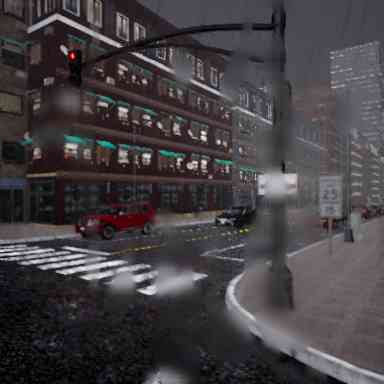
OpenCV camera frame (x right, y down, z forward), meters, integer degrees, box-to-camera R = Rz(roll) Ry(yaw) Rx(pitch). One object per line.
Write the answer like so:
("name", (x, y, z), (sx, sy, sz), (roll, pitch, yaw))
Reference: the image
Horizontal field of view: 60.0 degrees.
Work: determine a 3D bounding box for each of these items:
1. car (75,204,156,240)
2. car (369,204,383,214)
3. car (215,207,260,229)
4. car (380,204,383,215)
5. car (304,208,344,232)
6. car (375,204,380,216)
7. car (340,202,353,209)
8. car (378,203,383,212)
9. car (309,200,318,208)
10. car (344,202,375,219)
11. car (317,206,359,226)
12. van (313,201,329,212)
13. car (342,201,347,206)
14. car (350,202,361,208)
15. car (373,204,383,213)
("car", (-4.170, 1.600, 19.086), (2.192, 1.841, 5.009), (-1, -2, 35))
("car", (28.859, 2.618, 51.752), (1.752, 1.417, 4.829), (-2, -2, 35))
("car", (3.589, 1.945, 25.629), (2.128, 1.511, 4.902), (0, -1, 35))
("car", (25.505, 2.550, 46.954), (1.947, 1.339, 4.313), (-2, -2, 35))
("car", (9.221, 2.045, 23.662), (1.802, 1.307, 4.206), (-2, -2, 35))
("car", (22.346, 2.408, 42.436), (1.752, 1.417, 4.829), (-2, -2, 35))
("car", (34.913, 2.980, 74.980), (1.967, 1.590, 4.097), (-1, -2, 35))
("car", (35.373, 2.829, 61.069), (1.752, 1.417, 4.829), (-2, -2, 35))
("car", (17.813, 2.132, 45.819), (2.150, 2.045, 5.566), (0, -2, 35))
("car", (18.990, 2.216, 37.640), (1.967, 1.590, 4.097), (-2, -2, 35))
("car", (12.478, 2.118, 28.322), (2.008, 1.369, 4.403), (-2, -2, 35))
("van", (21.886, 2.458, 56.350), (1.690, 1.788, 3.998), (-1, -2, 35))
("car", (31.655, 2.749, 70.326), (2.192, 1.841, 5.009), (-1, -2, 35))
("car", (41.427, 3.319, 84.293), (1.947, 1.339, 4.313), (-2, -2, 35))
("car", (32.018, 2.739, 56.270), (1.887, 1.381, 4.507), (-2, -2, 35))
